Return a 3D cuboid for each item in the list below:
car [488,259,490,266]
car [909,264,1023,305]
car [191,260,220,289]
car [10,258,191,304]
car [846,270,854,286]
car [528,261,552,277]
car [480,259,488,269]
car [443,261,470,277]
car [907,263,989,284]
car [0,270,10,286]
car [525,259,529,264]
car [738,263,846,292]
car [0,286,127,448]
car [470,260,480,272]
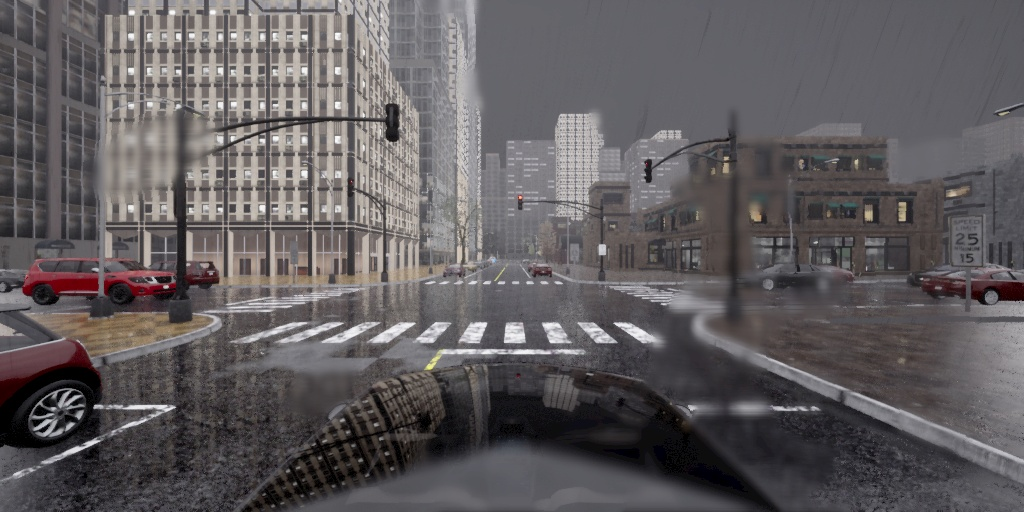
[{"bbox_3d":[-5.379,1.344,62.476,1.948,1.339,4.313,0,0,0],"label":"car"},{"bbox_3d":[19.136,1.153,14.206,4.507,1.381,1.888,0,0,-1],"label":"car"},{"bbox_3d":[-21.019,1.203,22.189,5.009,1.841,2.192,0,0,-1],"label":"car"},{"bbox_3d":[-18.590,1.087,16.425,5.566,2.045,2.150,0,0,-1],"label":"car"},{"bbox_3d":[19.053,1.202,22.586,4.207,1.307,1.802,0,0,-1],"label":"car"},{"bbox_3d":[2.859,1.304,34.729,1.888,1.381,4.507,0,0,0],"label":"car"},{"bbox_3d":[-5.407,1.324,56.936,2.007,1.370,4.403,0,0,0],"label":"car"},{"bbox_3d":[-5.523,1.341,34.773,1.802,1.307,4.207,0,0,0],"label":"car"},{"bbox_3d":[24.946,1.141,20.064,4.181,1.385,1.994,0,0,-1],"label":"car"},{"bbox_3d":[-31.429,1.508,22.086,4.403,1.370,2.007,0,0,-1],"label":"car"},{"bbox_3d":[2.915,1.348,45.811,1.802,1.307,4.207,0,0,0],"label":"car"},{"bbox_3d":[15.142,1.147,19.960,4.892,1.490,1.837,0,0,-1],"label":"car"},{"bbox_3d":[-5.691,1.190,2.306,1.967,1.591,4.097,0,0,0],"label":"car"},{"bbox_3d":[-5.466,1.291,45.684,1.751,1.417,4.829,0,0,0],"label":"car"}]
